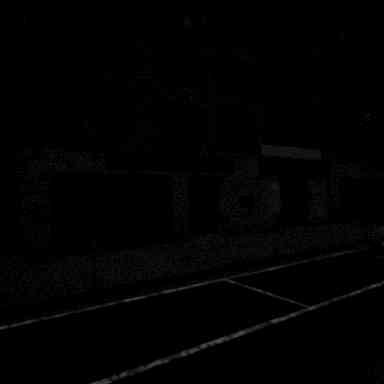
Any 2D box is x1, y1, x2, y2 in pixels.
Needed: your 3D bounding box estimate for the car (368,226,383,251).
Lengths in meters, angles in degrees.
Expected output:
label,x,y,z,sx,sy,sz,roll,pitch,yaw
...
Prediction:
label,x,y,z,sx,sy,sz,roll,pitch,yaw
car,8.139,1.321,11.922,4.829,1.417,1.752,-1,1,-35
